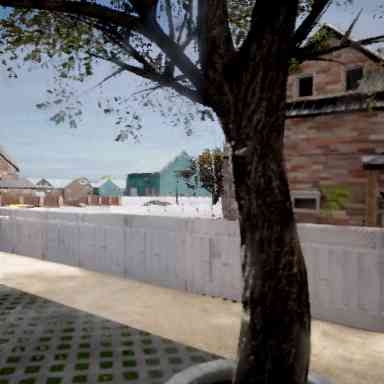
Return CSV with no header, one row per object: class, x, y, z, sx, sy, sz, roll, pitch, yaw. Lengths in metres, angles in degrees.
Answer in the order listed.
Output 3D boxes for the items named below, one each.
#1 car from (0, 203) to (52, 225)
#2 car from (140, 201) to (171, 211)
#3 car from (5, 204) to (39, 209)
car,-13.112,1.610,25.223,1.994,1.385,4.181,3,1,43
car,-4.001,1.684,33.909,4.892,1.490,1.837,1,1,-39
car,-11.455,1.614,22.897,1.882,1.535,5.008,2,1,43
